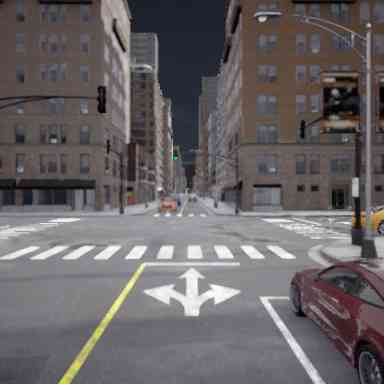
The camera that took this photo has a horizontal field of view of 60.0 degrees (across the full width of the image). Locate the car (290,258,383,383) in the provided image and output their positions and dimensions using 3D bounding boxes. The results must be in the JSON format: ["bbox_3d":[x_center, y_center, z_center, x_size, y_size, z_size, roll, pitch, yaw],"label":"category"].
[{"bbox_3d":[2.670,1.585,4.642,1.802,1.307,4.206,0,0,0],"label":"car"}]

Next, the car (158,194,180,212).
[{"bbox_3d":[-2.812,1.376,38.960,2.097,1.767,4.553,0,0,-1],"label":"car"}]

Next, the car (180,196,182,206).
[{"bbox_3d":[-2.869,1.259,53.004,2.150,2.045,5.566,0,0,0],"label":"car"}]

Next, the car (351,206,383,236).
[{"bbox_3d":[11.291,1.466,17.938,5.008,1.535,1.882,0,-1,-1],"label":"car"}]

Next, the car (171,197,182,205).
[{"bbox_3d":[-2.903,1.646,62.709,1.895,1.301,4.718,0,0,0],"label":"car"}]

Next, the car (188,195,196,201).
[{"bbox_3d":[0.032,1.425,80.683,1.812,1.442,4.674,0,0,0],"label":"car"}]

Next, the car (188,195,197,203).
[{"bbox_3d":[0.087,1.571,70.262,2.128,1.511,4.902,0,0,0],"label":"car"}]
